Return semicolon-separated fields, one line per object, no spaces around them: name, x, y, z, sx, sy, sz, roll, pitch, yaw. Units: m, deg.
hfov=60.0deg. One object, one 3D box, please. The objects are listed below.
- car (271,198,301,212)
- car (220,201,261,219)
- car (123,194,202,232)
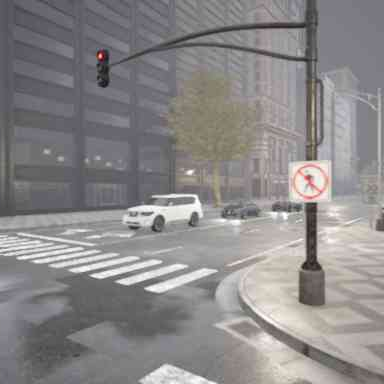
car;10.155;1.391;35.860;1.994;1.385;4.181;0;0;37
car;4.121;1.453;27.837;1.994;1.385;4.181;0;0;37
car;-1.592;1.169;20.232;2.150;2.045;5.566;0;0;37
